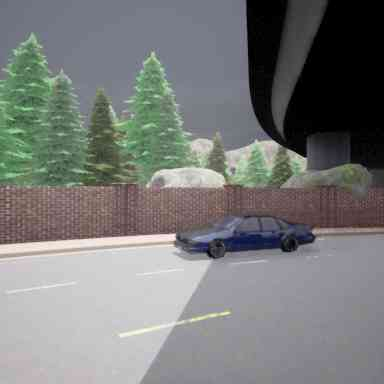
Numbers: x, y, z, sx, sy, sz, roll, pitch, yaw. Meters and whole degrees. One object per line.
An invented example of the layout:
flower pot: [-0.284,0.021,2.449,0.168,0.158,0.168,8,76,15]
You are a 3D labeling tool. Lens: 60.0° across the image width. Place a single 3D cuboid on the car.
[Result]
car: [2.052,1.547,12.500,5.357,1.411,2.033,0,0,-22]
